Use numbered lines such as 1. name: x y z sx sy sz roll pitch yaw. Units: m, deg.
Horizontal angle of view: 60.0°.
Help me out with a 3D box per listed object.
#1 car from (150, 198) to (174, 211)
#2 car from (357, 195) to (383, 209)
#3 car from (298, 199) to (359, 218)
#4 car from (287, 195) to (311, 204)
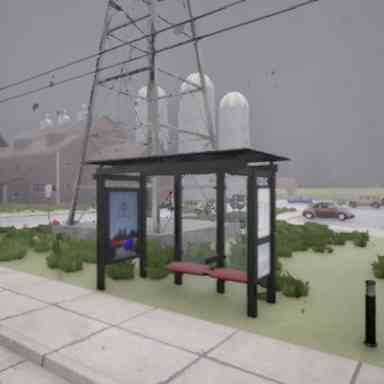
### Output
1. car: -4.545 1.525 41.476 2.128 1.511 4.902 0 0 35
2. car: 23.745 1.322 45.610 4.605 1.855 1.932 0 0 35
3. car: 11.063 1.530 27.049 3.905 1.438 1.784 0 0 35
4. car: 20.860 1.508 64.684 4.611 1.667 2.242 0 0 35
